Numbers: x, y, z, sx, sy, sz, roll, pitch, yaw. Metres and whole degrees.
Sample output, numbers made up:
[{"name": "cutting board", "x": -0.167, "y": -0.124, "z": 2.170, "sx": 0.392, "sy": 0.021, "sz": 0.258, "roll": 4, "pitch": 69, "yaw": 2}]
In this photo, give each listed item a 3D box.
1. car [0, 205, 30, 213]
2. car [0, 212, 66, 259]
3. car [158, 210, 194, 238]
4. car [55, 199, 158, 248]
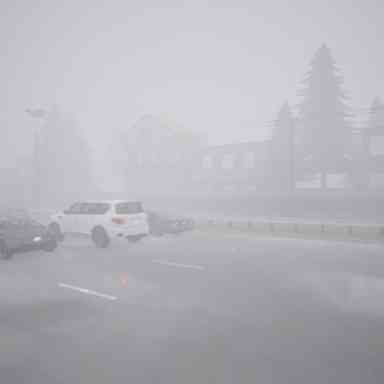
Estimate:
[{"name": "car", "x": -15.449, "y": 1.815, "z": 27.809, "sx": 4.902, "sy": 1.511, "sz": 2.128, "roll": -1, "pitch": 0, "yaw": 36}, {"name": "car", "x": -7.307, "y": 1.718, "z": 13.404, "sx": 4.181, "sy": 1.385, "sz": 1.994, "roll": -1, "pitch": 0, "yaw": 36}, {"name": "car", "x": -2.453, "y": 1.690, "z": 18.530, "sx": 5.357, "sy": 1.411, "sz": 2.033, "roll": -1, "pitch": 0, "yaw": 35}, {"name": "car", "x": -4.527, "y": 1.368, "z": 15.707, "sx": 5.566, "sy": 2.045, "sz": 2.150, "roll": 0, "pitch": 0, "yaw": 36}]
